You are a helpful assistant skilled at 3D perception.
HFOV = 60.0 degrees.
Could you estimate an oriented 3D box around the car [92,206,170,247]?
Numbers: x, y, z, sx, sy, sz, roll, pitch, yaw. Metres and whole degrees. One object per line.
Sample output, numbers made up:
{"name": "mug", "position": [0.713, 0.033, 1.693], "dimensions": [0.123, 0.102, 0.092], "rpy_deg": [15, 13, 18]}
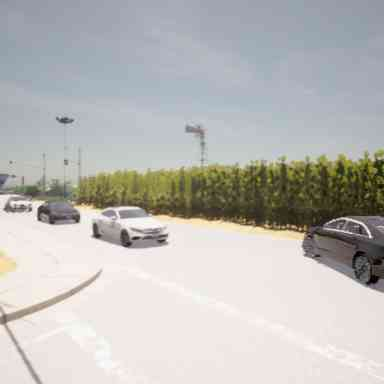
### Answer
{"name": "car", "position": [-2.841, 1.367, 14.494], "dimensions": [1.812, 1.442, 4.674], "rpy_deg": [0, 1, -38]}

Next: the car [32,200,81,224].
{"name": "car", "position": [-8.992, 1.263, 22.278], "dimensions": [1.812, 1.442, 4.674], "rpy_deg": [0, 1, -38]}

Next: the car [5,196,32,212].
{"name": "car", "position": [-16.793, 1.130, 32.156], "dimensions": [1.812, 1.442, 4.674], "rpy_deg": [0, 1, -38]}

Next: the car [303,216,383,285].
{"name": "car", "position": [4.811, 1.408, 9.308], "dimensions": [2.128, 1.511, 4.902], "rpy_deg": [1, 1, -5]}
